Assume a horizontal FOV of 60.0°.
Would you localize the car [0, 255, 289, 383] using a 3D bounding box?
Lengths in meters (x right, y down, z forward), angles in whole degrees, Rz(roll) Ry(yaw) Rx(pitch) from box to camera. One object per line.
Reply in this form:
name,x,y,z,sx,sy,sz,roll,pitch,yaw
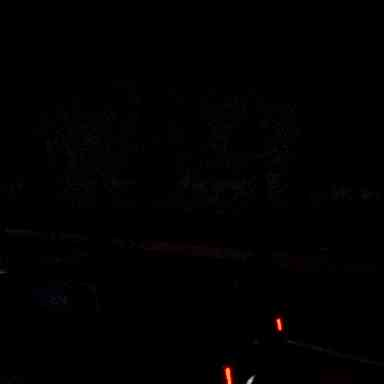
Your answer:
car,-1.256,1.589,4.609,4.718,1.301,1.895,0,0,33
